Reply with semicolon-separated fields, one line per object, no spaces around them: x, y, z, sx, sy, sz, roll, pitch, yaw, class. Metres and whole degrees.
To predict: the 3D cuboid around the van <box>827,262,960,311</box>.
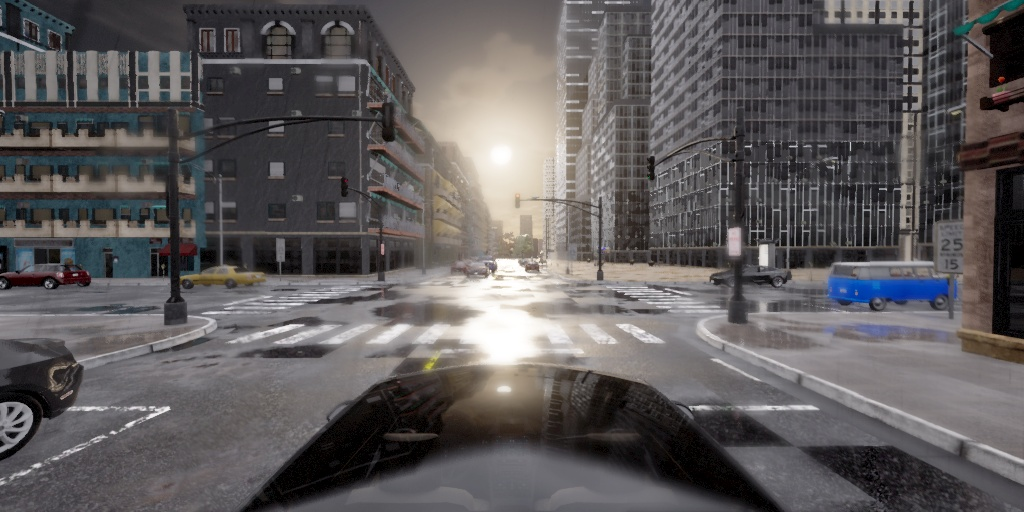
14.661;1.117;13.882;3.998;1.789;1.690;0;0;0;van

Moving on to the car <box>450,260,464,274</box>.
-5.780;1.289;40.245;1.888;1.381;4.507;0;0;0;car

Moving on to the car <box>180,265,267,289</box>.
-17.929;1.246;22.133;4.829;1.417;1.751;0;0;0;car

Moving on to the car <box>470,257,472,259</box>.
-5.793;1.184;45.894;1.967;1.591;4.097;0;0;0;car

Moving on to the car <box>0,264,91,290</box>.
-28.827;1.189;22.090;4.097;1.591;1.967;0;0;0;car

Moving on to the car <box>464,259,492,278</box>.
-3.174;1.270;34.221;1.812;1.442;4.674;0;0;0;car

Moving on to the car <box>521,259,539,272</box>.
2.554;1.289;45.970;1.888;1.381;4.507;0;0;0;car

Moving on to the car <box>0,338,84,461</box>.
-5.692;1.300;2.178;2.007;1.370;4.403;0;0;0;car

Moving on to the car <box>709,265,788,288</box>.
14.629;1.216;22.262;4.313;1.339;1.948;0;0;0;car

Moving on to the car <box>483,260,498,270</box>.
-3.205;1.309;54.101;1.994;1.385;4.181;0;0;0;car

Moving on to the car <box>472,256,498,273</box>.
-3.192;0.966;44.127;2.150;2.045;5.566;0;0;0;car
